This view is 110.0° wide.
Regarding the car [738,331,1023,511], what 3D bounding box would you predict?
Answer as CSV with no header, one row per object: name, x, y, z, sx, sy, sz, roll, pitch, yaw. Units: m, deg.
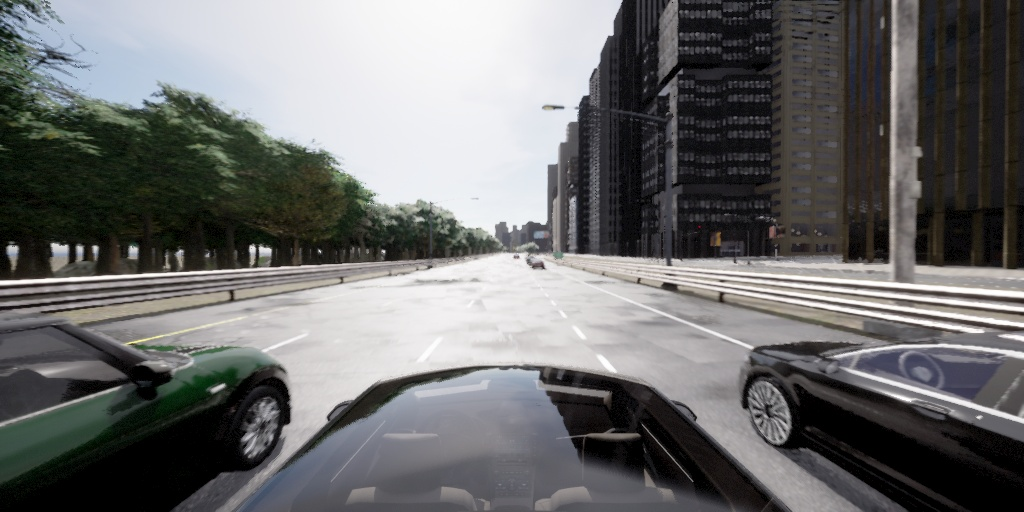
car,3.602,1.244,2.302,2.128,1.511,4.902,0,0,0

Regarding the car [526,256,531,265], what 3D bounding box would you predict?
car,3.908,1.103,63.235,1.812,1.442,4.674,0,0,1

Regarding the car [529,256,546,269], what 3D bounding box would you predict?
car,3.777,1.160,52.264,1.812,1.442,4.674,0,0,1

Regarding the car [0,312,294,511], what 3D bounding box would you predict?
car,-3.398,1.100,1.991,2.097,1.767,4.553,0,0,0
